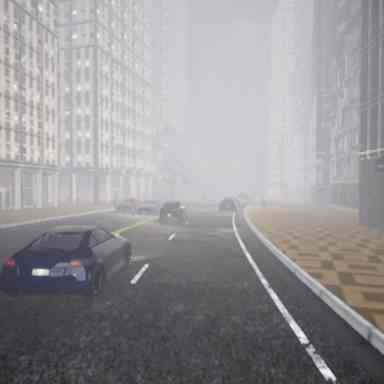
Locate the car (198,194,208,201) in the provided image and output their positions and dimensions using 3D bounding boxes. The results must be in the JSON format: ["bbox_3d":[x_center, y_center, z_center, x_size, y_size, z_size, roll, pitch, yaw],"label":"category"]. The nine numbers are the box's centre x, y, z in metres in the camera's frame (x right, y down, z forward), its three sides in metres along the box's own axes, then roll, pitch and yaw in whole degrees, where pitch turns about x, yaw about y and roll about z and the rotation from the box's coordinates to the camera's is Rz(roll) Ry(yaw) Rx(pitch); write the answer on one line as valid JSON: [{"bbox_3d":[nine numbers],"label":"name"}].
[{"bbox_3d":[2.731,1.187,75.837,1.837,1.490,4.892,1,0,17],"label":"car"}]

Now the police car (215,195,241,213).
[{"bbox_3d":[3.978,1.368,36.088,1.930,1.638,5.238,0,0,9],"label":"police car"}]

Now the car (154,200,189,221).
[{"bbox_3d":[-1.408,1.442,27.013,1.837,1.490,4.892,0,0,7],"label":"car"}]

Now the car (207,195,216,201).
[{"bbox_3d":[5.383,1.389,73.377,1.895,1.301,4.718,1,0,17],"label":"car"}]

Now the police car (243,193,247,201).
[{"bbox_3d":[7.015,1.350,51.393,1.930,1.638,5.238,0,0,13],"label":"police car"}]

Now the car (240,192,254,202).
[{"bbox_3d":[10.922,1.083,69.357,2.150,2.045,5.566,0,0,16],"label":"car"}]

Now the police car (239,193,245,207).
[{"bbox_3d":[5.755,1.356,45.678,1.930,1.638,5.238,0,0,12],"label":"police car"}]

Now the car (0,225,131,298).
[{"bbox_3d":[-2.892,1.538,8.530,1.994,1.385,4.181,0,0,2],"label":"car"}]

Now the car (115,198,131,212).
[{"bbox_3d":[-6.840,1.365,36.479,1.882,1.535,5.008,0,0,9],"label":"car"}]

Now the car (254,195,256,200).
[{"bbox_3d":[15.644,1.240,87.275,1.812,1.442,4.674,0,0,12],"label":"car"}]

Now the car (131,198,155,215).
[{"bbox_3d":[-4.055,1.457,33.390,2.033,1.411,5.357,0,0,8],"label":"car"}]
